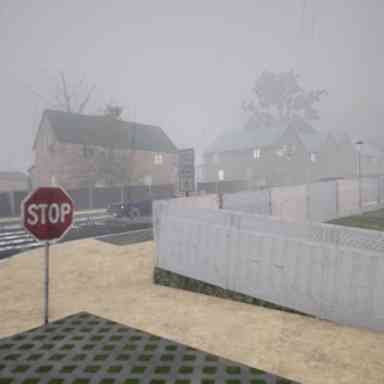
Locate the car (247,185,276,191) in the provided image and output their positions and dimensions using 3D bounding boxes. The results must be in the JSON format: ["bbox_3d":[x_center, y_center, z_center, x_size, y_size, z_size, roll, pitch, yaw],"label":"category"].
[{"bbox_3d":[5.001,0.181,24.539,4.718,1.301,1.895,-4,3,-40],"label":"car"}]

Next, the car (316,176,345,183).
[{"bbox_3d":[12.870,-0.643,31.190,4.553,1.767,2.097,-4,3,-42],"label":"car"}]

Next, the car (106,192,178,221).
[{"bbox_3d":[-2.271,0.712,18.384,4.718,1.301,1.895,-4,3,-40],"label":"car"}]
